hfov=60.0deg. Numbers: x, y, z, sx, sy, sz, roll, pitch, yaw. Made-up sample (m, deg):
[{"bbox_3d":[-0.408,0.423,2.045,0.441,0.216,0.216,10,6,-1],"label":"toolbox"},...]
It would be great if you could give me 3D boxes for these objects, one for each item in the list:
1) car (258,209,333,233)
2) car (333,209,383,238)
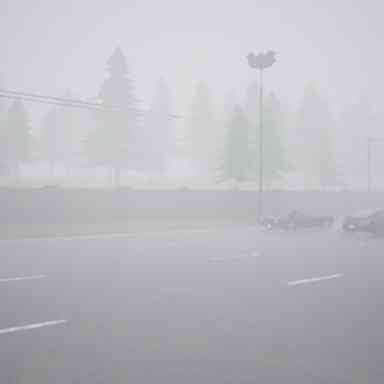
[{"bbox_3d":[6.426,1.703,20.289,4.718,1.301,1.895,1,0,-28],"label":"car"},{"bbox_3d":[10.313,1.652,18.426,4.674,1.442,1.812,1,0,-29],"label":"car"}]
